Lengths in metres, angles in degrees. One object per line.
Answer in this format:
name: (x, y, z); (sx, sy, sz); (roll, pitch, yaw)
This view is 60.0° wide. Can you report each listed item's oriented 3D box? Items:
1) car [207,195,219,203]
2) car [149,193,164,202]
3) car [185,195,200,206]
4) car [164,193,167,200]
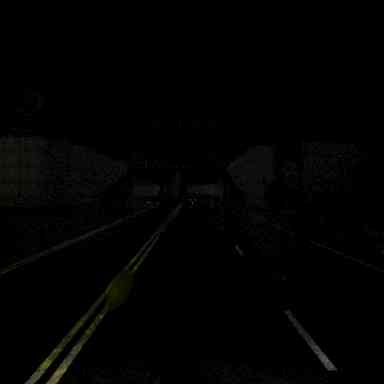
car: (3.601, 1.209, 58.465); (2.128, 1.511, 4.902); (0, 0, 0)
car: (-7.011, 1.171, 63.388); (1.882, 1.535, 5.008); (0, 0, 0)
car: (0.101, 1.266, 49.375); (1.837, 1.490, 4.892); (0, 0, 0)
car: (-7.000, 0.981, 77.423); (2.097, 1.767, 4.553); (0, 0, 0)
